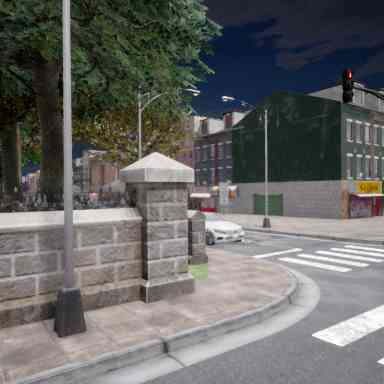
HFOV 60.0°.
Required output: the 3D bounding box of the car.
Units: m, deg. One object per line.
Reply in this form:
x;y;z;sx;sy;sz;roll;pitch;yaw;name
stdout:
0.575;1.723;16.627;1.812;1.442;4.674;-1;0;-36;car
